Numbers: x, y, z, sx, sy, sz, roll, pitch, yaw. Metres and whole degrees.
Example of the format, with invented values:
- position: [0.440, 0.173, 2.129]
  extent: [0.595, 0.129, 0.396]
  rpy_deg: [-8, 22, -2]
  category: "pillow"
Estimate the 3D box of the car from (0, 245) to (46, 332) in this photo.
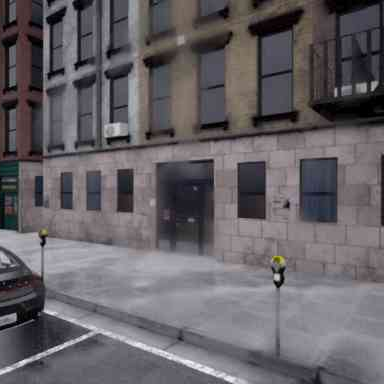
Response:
- position: [-4.360, 1.550, 5.909]
  extent: [4.403, 1.369, 2.008]
  rpy_deg: [0, 0, 35]
  category: "car"
